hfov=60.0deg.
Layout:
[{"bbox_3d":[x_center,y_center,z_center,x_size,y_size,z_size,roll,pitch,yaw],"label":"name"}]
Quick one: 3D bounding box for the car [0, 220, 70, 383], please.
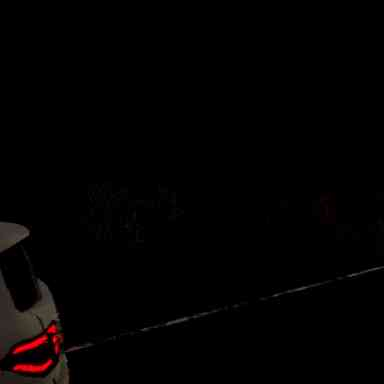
[{"bbox_3d":[-3.498,1.208,1.494,5.566,2.045,2.150,1,0,-35],"label":"car"}]
